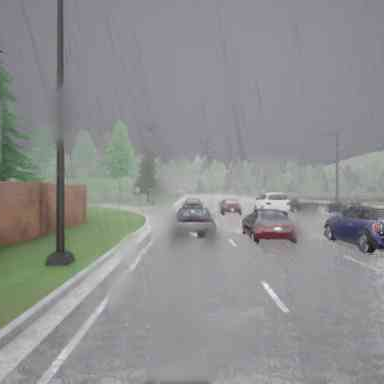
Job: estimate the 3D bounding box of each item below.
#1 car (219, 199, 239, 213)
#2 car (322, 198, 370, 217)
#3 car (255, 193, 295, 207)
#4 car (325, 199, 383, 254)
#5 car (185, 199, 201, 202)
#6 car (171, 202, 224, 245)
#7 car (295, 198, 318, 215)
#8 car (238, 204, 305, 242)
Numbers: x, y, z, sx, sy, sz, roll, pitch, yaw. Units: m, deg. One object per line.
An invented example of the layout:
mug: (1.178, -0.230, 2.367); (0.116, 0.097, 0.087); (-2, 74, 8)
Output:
car: (3.582, 1.397, 31.816); (1.812, 1.442, 4.674); (0, 0, 0)
car: (14.090, 1.367, 30.793); (2.128, 1.511, 4.902); (0, 0, 0)
car: (7.091, 1.101, 29.812); (2.150, 2.045, 5.566); (0, 0, 0)
car: (7.085, 1.297, 13.347); (2.097, 1.767, 4.553); (0, 0, 0)
car: (0.090, 1.381, 30.805); (1.837, 1.490, 4.892); (0, 0, 0)
car: (0.063, 1.429, 15.141); (2.128, 1.511, 4.902); (0, 0, 0)
car: (10.592, 1.347, 32.350); (1.882, 1.535, 5.008); (0, 0, 0)
car: (3.590, 1.499, 15.886); (1.994, 1.385, 4.181); (0, 0, 0)
